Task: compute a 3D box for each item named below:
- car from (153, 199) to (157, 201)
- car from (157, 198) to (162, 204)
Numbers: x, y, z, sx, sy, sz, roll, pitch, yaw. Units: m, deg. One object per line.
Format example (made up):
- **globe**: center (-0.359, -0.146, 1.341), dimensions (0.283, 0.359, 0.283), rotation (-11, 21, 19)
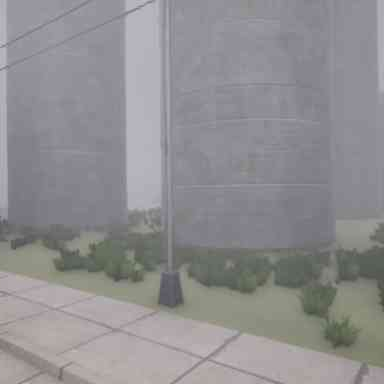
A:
- **car**: center (-8.497, 2.275, 85.724), dimensions (3.905, 1.438, 1.784), rotation (-1, -1, 35)
- **car**: center (-4.531, 1.887, 67.957), dimensions (3.866, 1.878, 1.905), rotation (-1, -1, 35)
